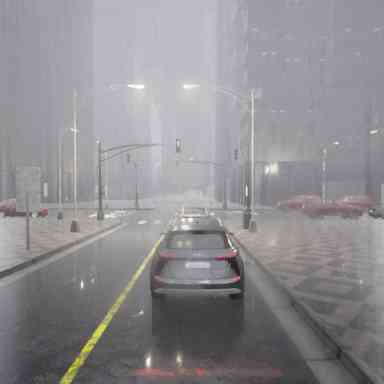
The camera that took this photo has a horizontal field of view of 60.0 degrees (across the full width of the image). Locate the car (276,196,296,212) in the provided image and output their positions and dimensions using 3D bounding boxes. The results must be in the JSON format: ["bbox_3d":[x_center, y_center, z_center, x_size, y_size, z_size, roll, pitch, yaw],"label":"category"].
[{"bbox_3d":[12.187,1.325,37.727,5.009,1.841,2.192,0,1,0],"label":"car"}]

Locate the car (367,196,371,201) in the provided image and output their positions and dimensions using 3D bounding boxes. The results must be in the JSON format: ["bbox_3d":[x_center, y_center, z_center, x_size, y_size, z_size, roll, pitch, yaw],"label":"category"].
[{"bbox_3d":[17.831,1.353,37.732,5.009,1.841,2.192,0,1,0],"label":"car"}]

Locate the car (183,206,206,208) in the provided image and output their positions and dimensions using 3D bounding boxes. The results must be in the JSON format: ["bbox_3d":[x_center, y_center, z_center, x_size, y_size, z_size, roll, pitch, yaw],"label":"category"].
[{"bbox_3d":[0.133,1.507,17.521,1.837,1.490,4.892,0,0,0],"label":"car"}]

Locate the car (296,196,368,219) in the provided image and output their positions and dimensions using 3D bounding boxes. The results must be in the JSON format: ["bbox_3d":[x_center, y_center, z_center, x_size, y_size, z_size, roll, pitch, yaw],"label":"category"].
[{"bbox_3d":[12.184,1.463,29.204,5.009,1.841,2.192,0,1,0],"label":"car"}]

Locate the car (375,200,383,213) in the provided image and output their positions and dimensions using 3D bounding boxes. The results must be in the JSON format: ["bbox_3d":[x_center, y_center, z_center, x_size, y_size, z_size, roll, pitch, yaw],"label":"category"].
[{"bbox_3d":[23.472,1.634,37.740,4.313,1.339,1.947,0,1,0],"label":"car"}]

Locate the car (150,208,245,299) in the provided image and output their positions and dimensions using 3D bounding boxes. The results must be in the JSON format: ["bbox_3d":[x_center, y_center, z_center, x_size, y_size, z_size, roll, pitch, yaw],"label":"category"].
[{"bbox_3d":[0.126,1.428,8.434,2.033,1.649,4.856,0,0,1],"label":"car"}]

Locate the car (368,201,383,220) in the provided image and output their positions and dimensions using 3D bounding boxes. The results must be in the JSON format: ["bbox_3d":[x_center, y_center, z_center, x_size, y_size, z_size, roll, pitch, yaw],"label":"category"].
[{"bbox_3d":[17.827,1.742,29.211,4.313,1.339,1.947,0,1,0],"label":"car"}]

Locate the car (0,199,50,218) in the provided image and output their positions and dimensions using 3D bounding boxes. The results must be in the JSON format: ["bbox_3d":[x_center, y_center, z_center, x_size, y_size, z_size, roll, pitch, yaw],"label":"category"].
[{"bbox_3d":[-14.858,1.566,29.183,4.507,1.381,1.887,0,1,0],"label":"car"}]
